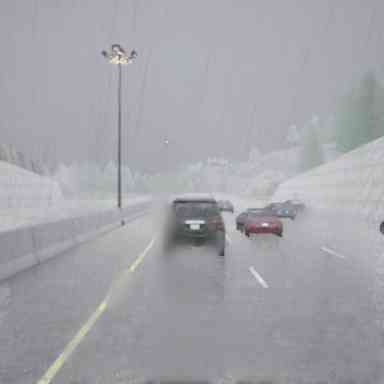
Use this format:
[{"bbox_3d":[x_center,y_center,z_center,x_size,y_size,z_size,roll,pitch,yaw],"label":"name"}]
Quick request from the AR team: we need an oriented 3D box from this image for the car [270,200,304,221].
[{"bbox_3d":[7.085,1.557,27.265,2.033,1.411,5.357,0,0,0],"label":"car"}]

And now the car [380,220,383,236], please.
[{"bbox_3d":[10.592,1.531,15.211,1.812,1.442,4.674,0,0,0],"label":"car"}]

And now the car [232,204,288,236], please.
[{"bbox_3d":[3.589,1.570,18.349,1.994,1.385,4.181,0,0,0],"label":"car"}]

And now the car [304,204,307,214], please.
[{"bbox_3d":[10.567,1.538,34.833,1.812,1.442,4.674,0,0,0],"label":"car"}]

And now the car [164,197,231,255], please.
[{"bbox_3d":[0.092,1.226,13.526,2.150,2.045,5.566,0,0,0],"label":"car"}]

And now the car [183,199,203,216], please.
[{"bbox_3d":[0.081,1.516,33.374,1.837,1.490,4.892,0,0,0],"label":"car"}]
